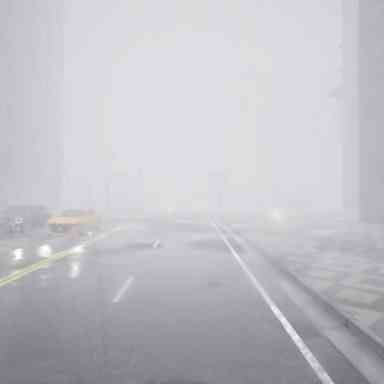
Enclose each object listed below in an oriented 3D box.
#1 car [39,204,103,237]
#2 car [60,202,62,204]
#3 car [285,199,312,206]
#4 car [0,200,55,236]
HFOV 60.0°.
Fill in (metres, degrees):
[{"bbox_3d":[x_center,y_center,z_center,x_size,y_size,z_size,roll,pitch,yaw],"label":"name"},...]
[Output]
[{"bbox_3d":[-6.596,1.618,19.125,1.882,1.535,5.008,0,0,0],"label":"car"},{"bbox_3d":[-26.541,2.054,62.157,4.181,1.385,1.994,0,0,0],"label":"car"},{"bbox_3d":[19.898,2.013,62.341,4.902,1.511,2.128,0,0,0],"label":"car"},{"bbox_3d":[-9.846,1.493,19.280,2.097,1.767,4.553,0,0,0],"label":"car"}]
